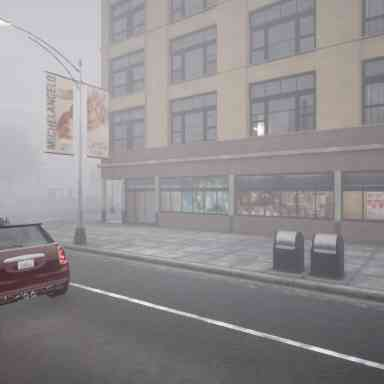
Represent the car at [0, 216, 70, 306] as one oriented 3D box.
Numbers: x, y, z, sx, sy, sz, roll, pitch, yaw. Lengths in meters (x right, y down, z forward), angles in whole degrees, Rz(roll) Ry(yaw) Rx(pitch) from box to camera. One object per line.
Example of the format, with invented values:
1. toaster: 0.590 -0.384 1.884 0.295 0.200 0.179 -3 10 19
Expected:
1. car: -4.784 1.352 7.386 4.553 1.767 2.097 0 0 36
